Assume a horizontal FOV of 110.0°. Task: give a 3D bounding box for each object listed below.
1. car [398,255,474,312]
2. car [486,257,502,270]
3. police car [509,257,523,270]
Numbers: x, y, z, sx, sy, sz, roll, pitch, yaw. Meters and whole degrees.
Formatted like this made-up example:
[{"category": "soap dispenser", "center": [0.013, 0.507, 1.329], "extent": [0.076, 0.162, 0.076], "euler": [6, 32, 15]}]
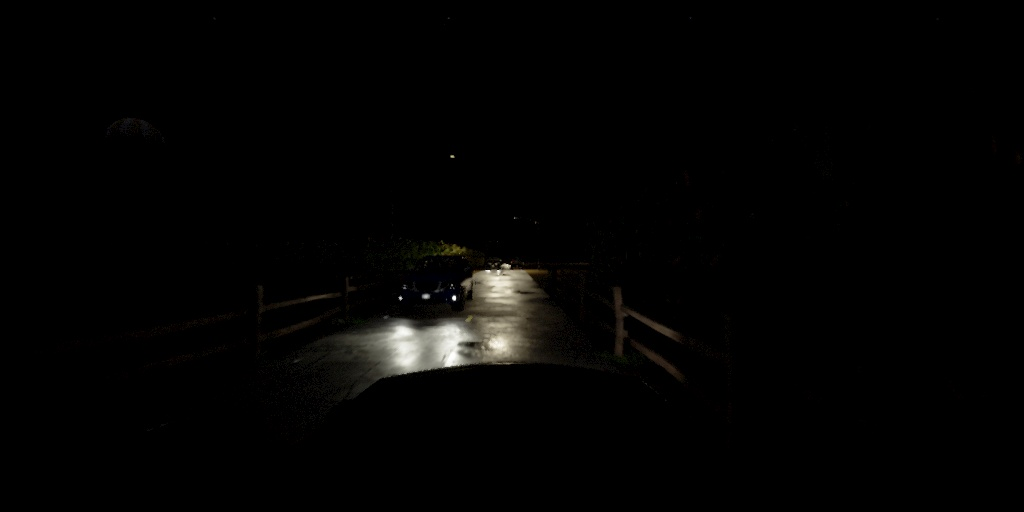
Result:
[{"category": "car", "center": [-2.855, 0.980, 14.665], "extent": [2.150, 2.045, 5.566], "euler": [0, 0, 0]}, {"category": "car", "center": [-2.812, 1.152, 56.678], "extent": [2.150, 2.045, 5.566], "euler": [0, 0, 1]}, {"category": "police car", "center": [0.808, 1.375, 58.889], "extent": [1.930, 1.638, 5.238], "euler": [0, 0, 0]}]
